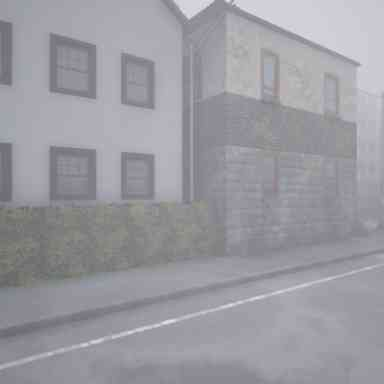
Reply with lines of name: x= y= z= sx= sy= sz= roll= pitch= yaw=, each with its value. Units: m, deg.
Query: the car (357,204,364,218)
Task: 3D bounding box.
car: x=13.149 y=1.527 z=30.545 sx=2.097 sy=1.767 sz=4.553 roll=0 pitch=0 yaw=-35
